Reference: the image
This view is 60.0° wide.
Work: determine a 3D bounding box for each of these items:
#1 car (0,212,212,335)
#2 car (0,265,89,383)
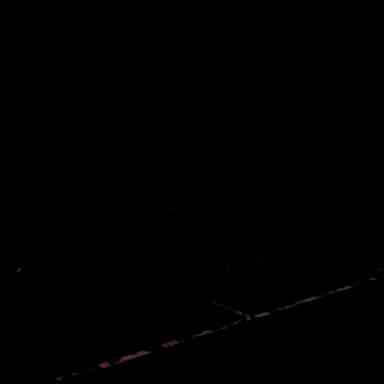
[{"bbox_3d":[-1.967,1.307,5.153,5.009,1.841,2.192,0,1,-36],"label":"car"},{"bbox_3d":[-3.105,1.518,1.163,4.892,1.490,1.837,0,0,-36],"label":"car"}]
